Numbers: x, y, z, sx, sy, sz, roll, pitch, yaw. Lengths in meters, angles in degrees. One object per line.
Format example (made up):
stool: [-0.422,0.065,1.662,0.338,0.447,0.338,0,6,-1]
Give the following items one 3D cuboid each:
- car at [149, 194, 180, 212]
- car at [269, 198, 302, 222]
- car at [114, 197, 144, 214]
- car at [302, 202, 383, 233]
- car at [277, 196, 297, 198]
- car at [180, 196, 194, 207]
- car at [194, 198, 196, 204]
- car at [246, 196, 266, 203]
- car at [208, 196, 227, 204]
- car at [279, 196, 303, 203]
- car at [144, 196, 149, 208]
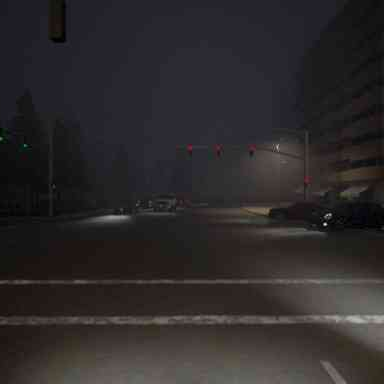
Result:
car: [-3.251,1.246,40.544,2.150,2.045,5.566,0,0,6]
car: [8.418,1.523,25.346,5.008,1.535,1.882,1,1,16]
car: [-6.903,1.513,35.434,2.128,1.511,4.902,0,0,2]
car: [9.339,1.398,19.804,4.553,1.767,2.097,1,0,-11]
car: [18.576,1.637,67.925,4.718,1.301,1.895,0,0,-33]
car: [-1.787,1.383,50.544,2.097,1.767,4.553,0,0,16]
car: [-0.875,1.563,61.847,1.812,1.442,4.674,0,0,30]
car: [13.177,1.520,68.246,5.008,1.535,1.882,0,0,-41]
car: [4.909,1.531,64.327,2.128,1.511,4.902,0,0,38]
car: [21.976,1.571,73.767,4.902,1.511,2.128,0,0,-22]
car: [-6.119,1.384,46.452,2.097,1.767,4.553,0,0,8]
